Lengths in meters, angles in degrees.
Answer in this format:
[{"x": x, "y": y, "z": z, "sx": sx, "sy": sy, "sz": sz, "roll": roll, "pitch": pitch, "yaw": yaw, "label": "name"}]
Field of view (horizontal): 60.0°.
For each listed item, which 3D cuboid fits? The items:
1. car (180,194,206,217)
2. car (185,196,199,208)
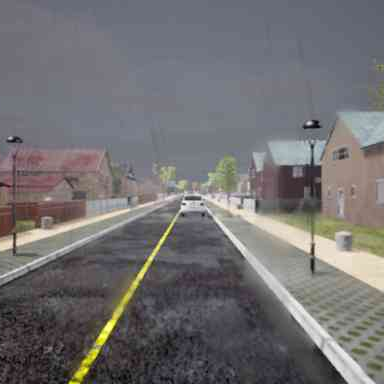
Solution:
[{"x": 0.096, "y": 1.209, "z": 31.439, "sx": 2.150, "sy": 2.045, "sz": 5.566, "roll": 0, "pitch": 0, "yaw": 0, "label": "car"}, {"x": 0.015, "y": 1.451, "z": 47.827, "sx": 1.882, "sy": 1.535, "sz": 5.008, "roll": 0, "pitch": 0, "yaw": 1, "label": "car"}]
